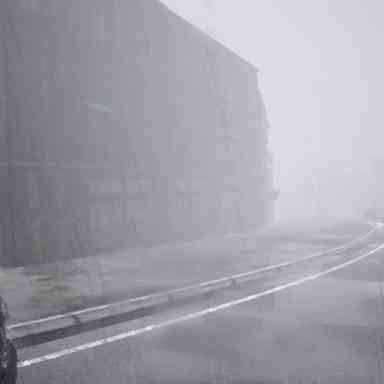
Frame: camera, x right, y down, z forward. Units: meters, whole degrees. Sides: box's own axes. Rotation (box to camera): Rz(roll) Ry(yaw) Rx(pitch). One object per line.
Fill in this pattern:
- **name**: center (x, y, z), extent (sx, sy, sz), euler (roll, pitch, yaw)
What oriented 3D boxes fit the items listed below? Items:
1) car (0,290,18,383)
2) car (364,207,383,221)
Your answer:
- **car**: center (-3.878, 1.238, 1.414), extent (5.566, 2.045, 2.150), euler (0, 0, -35)
- **car**: center (20.401, 2.417, 36.600), extent (2.128, 1.511, 4.902), euler (-1, -3, 12)
